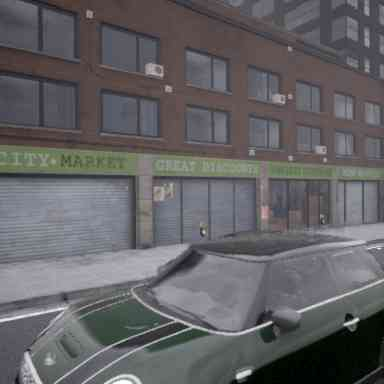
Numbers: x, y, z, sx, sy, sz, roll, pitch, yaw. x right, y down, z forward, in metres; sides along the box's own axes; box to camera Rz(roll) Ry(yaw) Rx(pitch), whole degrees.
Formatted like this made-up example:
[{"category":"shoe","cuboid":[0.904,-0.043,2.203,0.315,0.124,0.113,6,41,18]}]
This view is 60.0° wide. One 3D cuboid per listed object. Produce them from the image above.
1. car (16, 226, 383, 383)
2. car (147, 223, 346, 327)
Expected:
[{"category":"car","cuboid":[0.560,1.351,3.785,4.553,1.767,2.097,0,0,-36]},{"category":"car","cuboid":[1.361,1.565,7.523,4.313,1.339,1.947,0,-1,-36]}]
